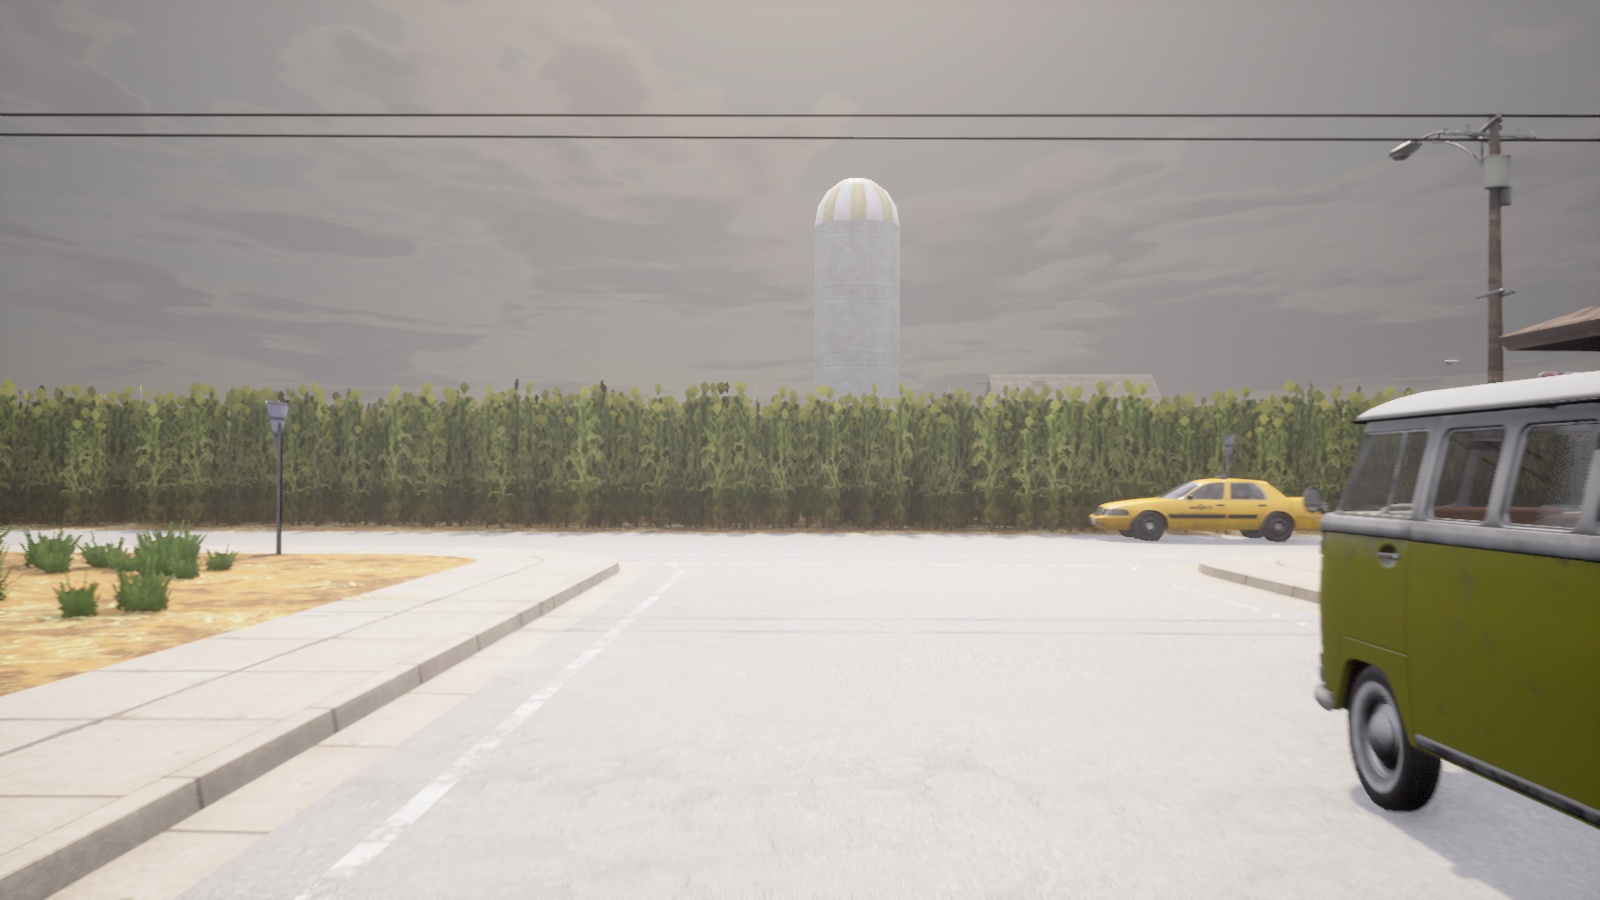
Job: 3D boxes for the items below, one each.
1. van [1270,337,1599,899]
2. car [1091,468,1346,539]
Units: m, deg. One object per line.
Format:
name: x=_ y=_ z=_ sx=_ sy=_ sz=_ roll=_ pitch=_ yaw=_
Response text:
van: x=3.487 y=0.632 z=4.680 sx=1.775 sy=1.987 sz=4.442 roll=0 pitch=-1 yaw=0
car: x=9.742 y=1.235 z=29.526 sx=5.366 sy=1.575 sz=1.801 roll=0 pitch=-1 yaw=1
